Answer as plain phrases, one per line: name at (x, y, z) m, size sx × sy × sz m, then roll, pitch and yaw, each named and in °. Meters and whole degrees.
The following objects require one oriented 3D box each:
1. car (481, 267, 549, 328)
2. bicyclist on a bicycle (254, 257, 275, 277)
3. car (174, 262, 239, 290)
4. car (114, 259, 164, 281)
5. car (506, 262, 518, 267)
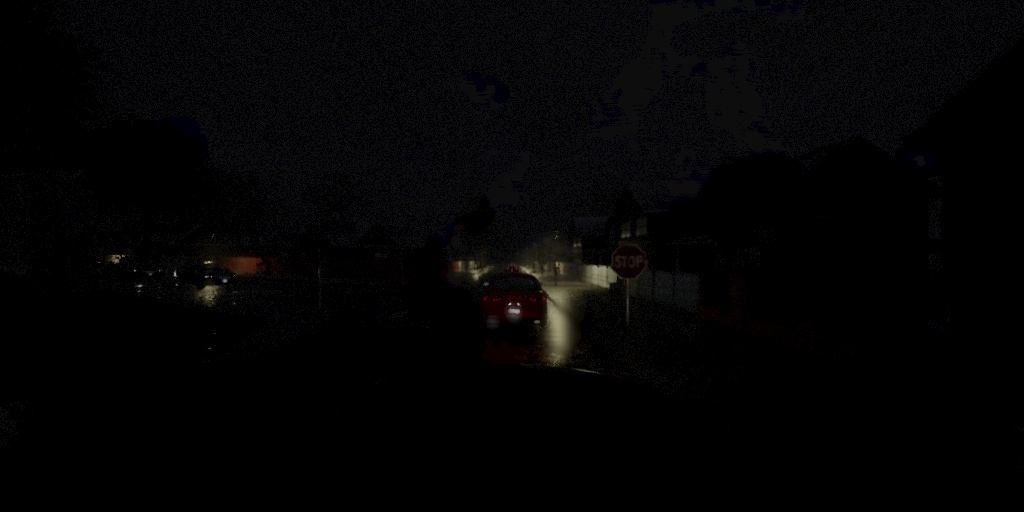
car at (0.082, 1.298, 11.768) m, size 1.882 × 1.535 × 5.008 m, roll 0°, pitch 0°, yaw 0°
bicyclist on a bicycle at (-20.396, 0.881, 29.583) m, size 0.582 × 1.620 × 1.656 m, roll 1°, pitch 1°, yaw 29°
car at (-18.666, 1.142, 21.872) m, size 4.902 × 1.511 × 2.128 m, roll 1°, pitch 1°, yaw 29°
car at (-28.665, 1.027, 27.530) m, size 4.902 × 1.511 × 2.128 m, roll 1°, pitch 1°, yaw 30°
car at (0.011, 1.769, 52.368) m, size 1.895 × 1.301 × 4.718 m, roll 0°, pitch -1°, yaw 0°
